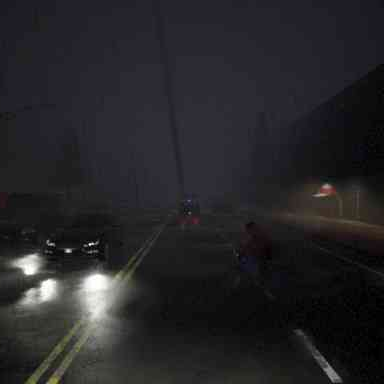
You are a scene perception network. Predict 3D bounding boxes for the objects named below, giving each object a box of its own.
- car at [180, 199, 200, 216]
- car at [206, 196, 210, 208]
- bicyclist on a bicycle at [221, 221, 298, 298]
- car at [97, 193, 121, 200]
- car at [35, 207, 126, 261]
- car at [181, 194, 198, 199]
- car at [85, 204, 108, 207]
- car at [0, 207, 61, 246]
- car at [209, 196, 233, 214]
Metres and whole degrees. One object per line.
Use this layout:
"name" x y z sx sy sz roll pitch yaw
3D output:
"car" -0.215 1.601 32.096 1.895 1.301 4.718 0 0 0
"car" 3.079 1.352 47.291 2.097 1.767 4.553 0 0 0
"bicyclist on a bicycle" 1.420 1.452 7.046 1.656 1.620 0.582 -1 0 -1
"car" -22.376 1.153 89.538 4.605 1.855 1.932 0 0 -1
"car" -3.697 1.505 12.320 1.837 1.490 4.892 0 0 0
"car" -0.347 1.221 44.446 2.150 2.045 5.566 0 0 0
"car" -7.242 1.564 24.957 1.994 1.385 4.181 0 0 -1
"car" -7.240 1.478 15.450 1.882 1.535 5.008 0 0 -1
"car" 3.222 1.478 35.730 1.882 1.535 5.008 0 0 0
